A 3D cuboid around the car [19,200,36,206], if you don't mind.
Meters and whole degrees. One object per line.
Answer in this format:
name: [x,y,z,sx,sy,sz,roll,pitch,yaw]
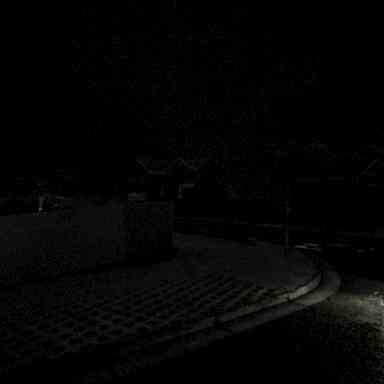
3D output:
car: [-22.356,1.451,44.821,1.895,1.301,4.718,3,-2,-44]
